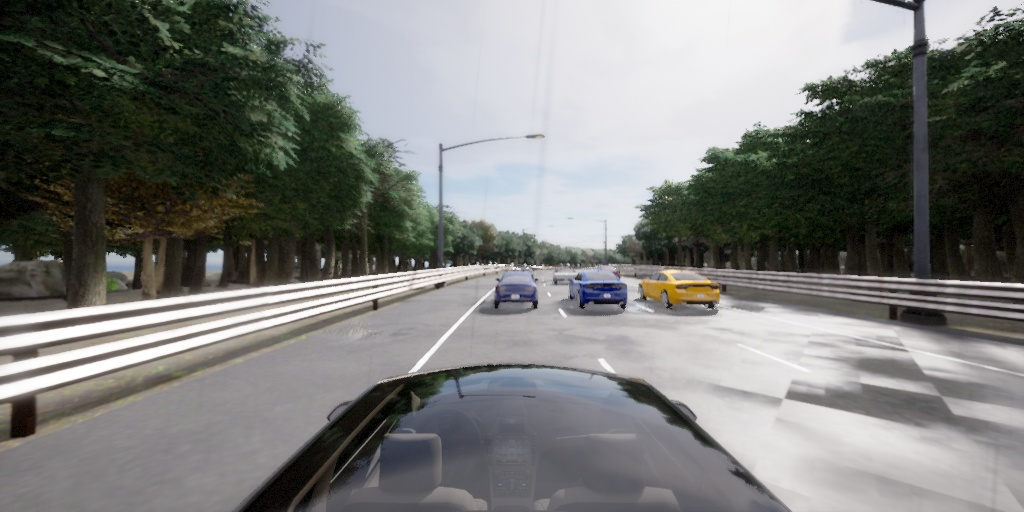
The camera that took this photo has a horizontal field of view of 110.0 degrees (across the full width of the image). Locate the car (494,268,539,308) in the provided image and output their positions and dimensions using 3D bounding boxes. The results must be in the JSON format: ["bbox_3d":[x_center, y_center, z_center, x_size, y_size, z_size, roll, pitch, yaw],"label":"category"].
[{"bbox_3d":[0.217,1.426,16.144,1.812,1.442,4.674,0,0,2],"label":"car"}]

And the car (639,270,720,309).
[{"bbox_3d":[7.217,1.375,16.008,1.882,1.535,5.008,0,0,2],"label":"car"}]

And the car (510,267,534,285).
[{"bbox_3d":[0.955,1.664,30.792,1.895,1.301,4.718,0,-1,4],"label":"car"}]

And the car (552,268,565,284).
[{"bbox_3d":[4.447,1.658,30.553,1.895,1.301,4.718,0,-1,4],"label":"car"}]

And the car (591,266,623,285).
[{"bbox_3d":[7.962,1.581,30.581,1.812,1.442,4.674,0,0,4],"label":"car"}]

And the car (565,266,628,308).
[{"bbox_3d":[3.719,1.377,16.128,1.882,1.535,5.008,0,0,2],"label":"car"}]
